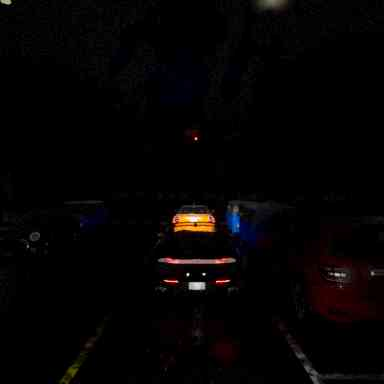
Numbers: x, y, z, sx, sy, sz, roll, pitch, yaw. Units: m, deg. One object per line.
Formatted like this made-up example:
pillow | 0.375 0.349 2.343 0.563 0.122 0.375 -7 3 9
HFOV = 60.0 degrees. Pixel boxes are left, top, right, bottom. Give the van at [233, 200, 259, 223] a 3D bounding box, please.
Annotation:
van | 2.749 1.342 12.385 1.690 1.788 3.998 0 0 0

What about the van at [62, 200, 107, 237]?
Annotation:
van | -5.783 1.342 17.814 1.690 1.788 3.998 0 0 0

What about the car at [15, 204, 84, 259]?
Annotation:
car | -5.776 1.441 12.376 1.967 1.590 4.097 0 0 0

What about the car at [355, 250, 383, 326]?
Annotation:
car | 2.761 1.440 1.510 1.967 1.590 4.097 0 0 0

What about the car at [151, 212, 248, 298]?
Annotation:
car | 0.094 1.492 8.471 2.128 1.511 4.902 0 0 0

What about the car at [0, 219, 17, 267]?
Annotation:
car | -5.770 1.525 6.769 1.752 1.417 4.829 0 0 0

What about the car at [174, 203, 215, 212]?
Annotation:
car | 0.120 1.353 17.520 2.097 1.767 4.553 0 0 1

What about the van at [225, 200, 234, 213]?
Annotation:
van | 2.743 1.342 17.823 1.690 1.788 3.998 0 0 0

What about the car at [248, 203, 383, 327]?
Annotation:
car | 2.755 1.315 6.948 2.192 1.841 5.009 0 0 0
